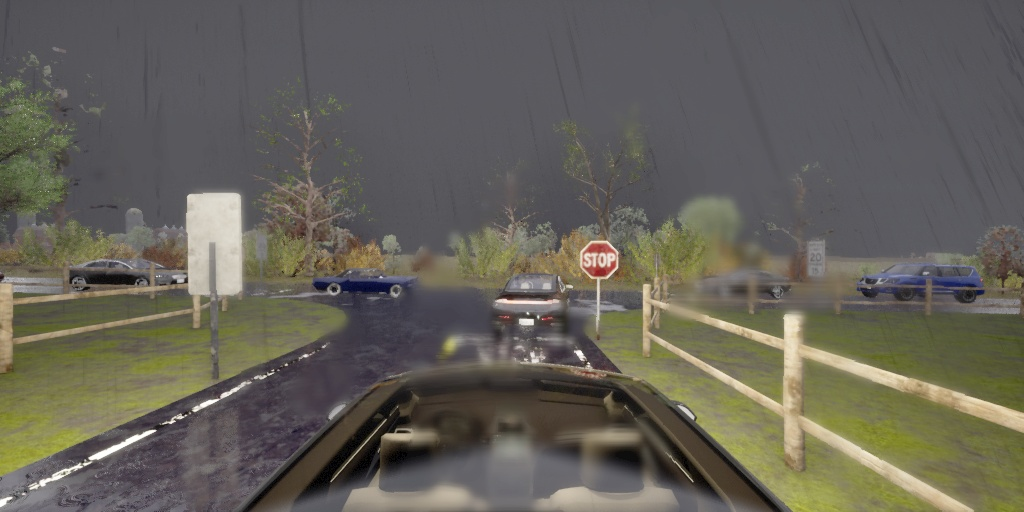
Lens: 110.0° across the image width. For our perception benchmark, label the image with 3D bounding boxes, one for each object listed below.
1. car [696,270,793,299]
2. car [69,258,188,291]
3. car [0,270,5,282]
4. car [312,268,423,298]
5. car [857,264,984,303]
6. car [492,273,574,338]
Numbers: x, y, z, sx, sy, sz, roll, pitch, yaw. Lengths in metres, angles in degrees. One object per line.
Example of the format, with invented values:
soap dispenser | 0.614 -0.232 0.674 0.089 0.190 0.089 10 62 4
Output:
car | 13.018 1.525 20.233 4.902 1.511 2.128 1 1 0
car | -18.478 0.885 17.350 4.902 1.511 2.128 1 1 0
car | -27.781 0.718 17.365 4.674 1.442 1.812 1 1 0
car | -6.810 1.249 17.323 4.718 1.301 1.895 1 1 0
car | 22.914 1.466 20.214 5.566 2.045 2.150 1 1 0
car | 0.713 1.240 10.285 2.128 1.511 4.902 0 0 9
